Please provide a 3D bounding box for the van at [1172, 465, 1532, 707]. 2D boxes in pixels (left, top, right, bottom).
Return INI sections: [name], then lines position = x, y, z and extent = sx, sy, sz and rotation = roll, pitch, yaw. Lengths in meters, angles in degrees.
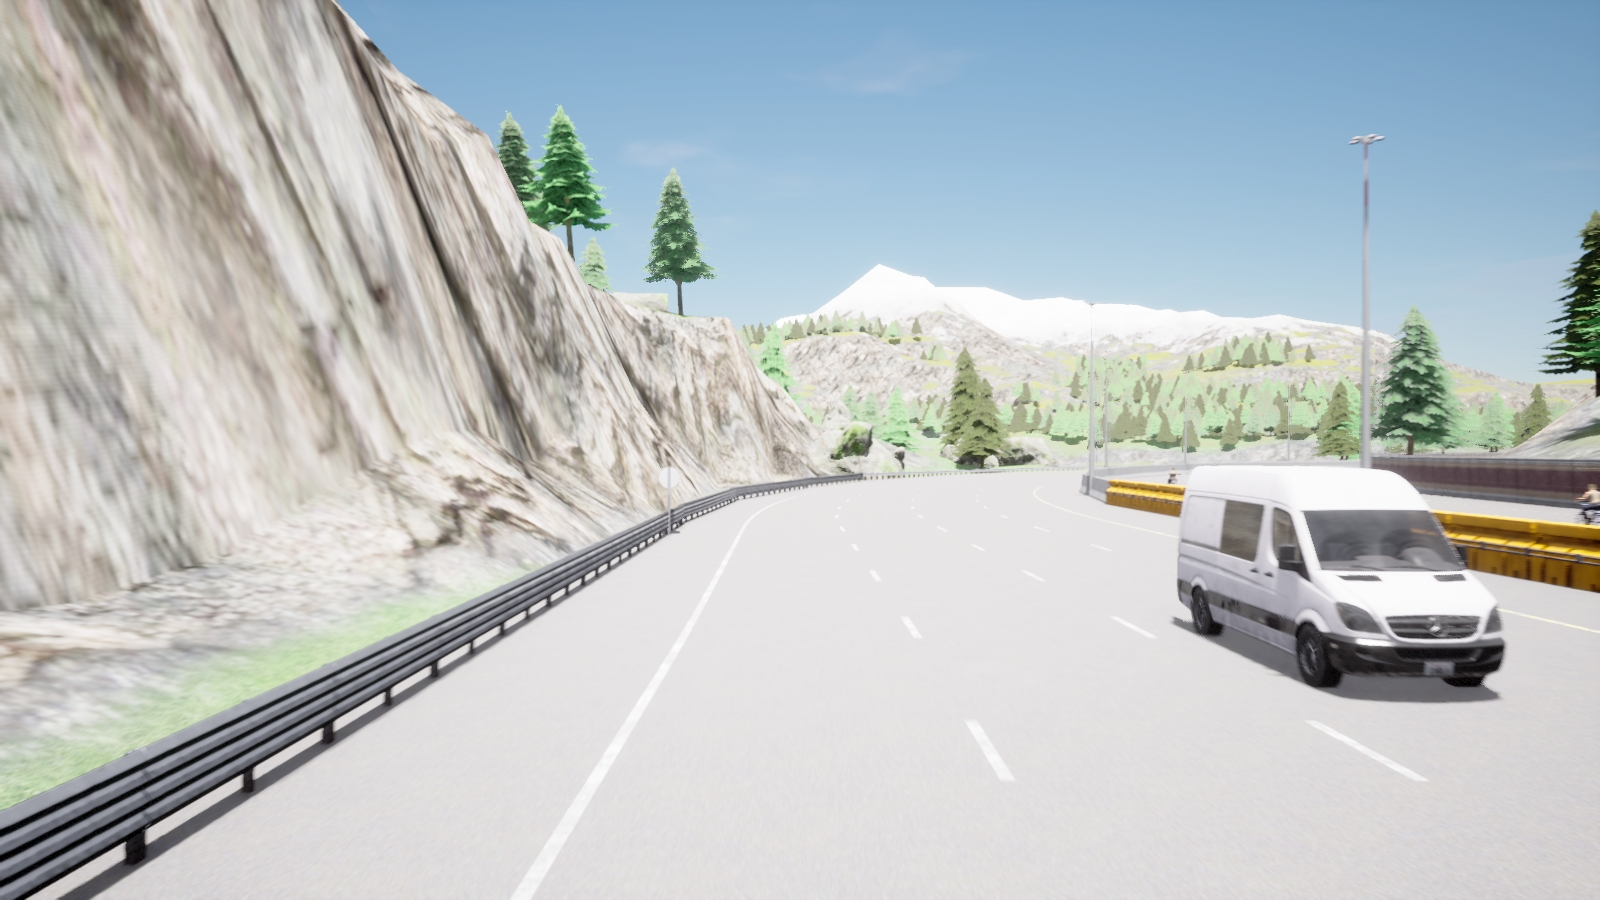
[van]
position = 6.997, 1.525, 15.440
extent = 1.988, 2.561, 5.915
rotation = 0, 0, 0
